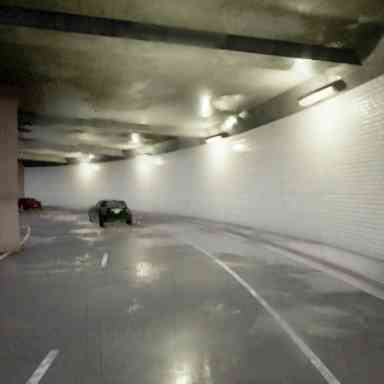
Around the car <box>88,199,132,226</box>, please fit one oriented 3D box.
[{"bbox_3d":[-5.648,1.248,22.593,2.097,1.767,4.553,0,0,-27],"label":"car"}]

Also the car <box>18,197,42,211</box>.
[{"bbox_3d":[-18.932,1.332,37.532,5.008,1.535,1.882,0,0,37],"label":"car"}]
